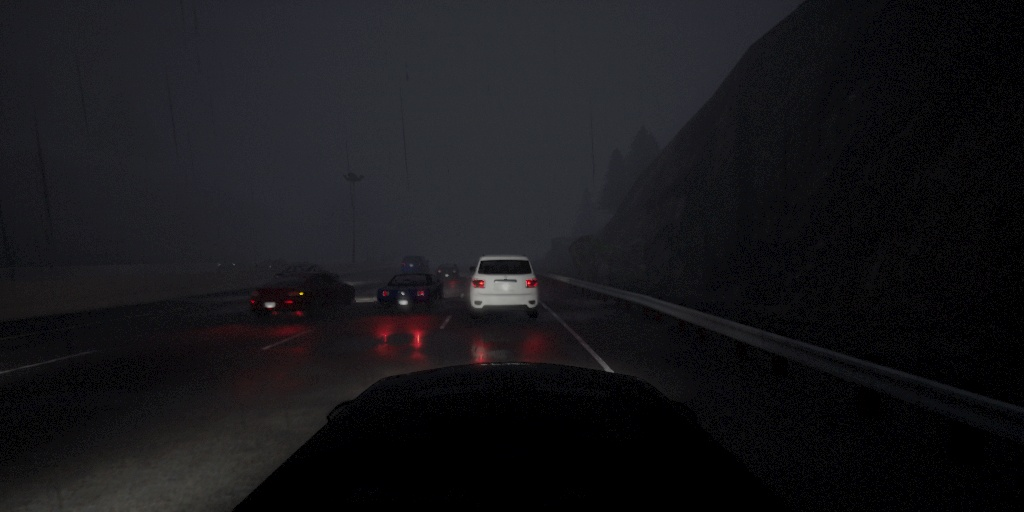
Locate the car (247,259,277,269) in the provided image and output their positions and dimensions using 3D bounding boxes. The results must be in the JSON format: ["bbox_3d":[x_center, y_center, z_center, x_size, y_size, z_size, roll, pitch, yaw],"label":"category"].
[{"bbox_3d":[-28.089,1.141,41.827,2.097,1.767,4.553,0,0,-6],"label":"car"}]

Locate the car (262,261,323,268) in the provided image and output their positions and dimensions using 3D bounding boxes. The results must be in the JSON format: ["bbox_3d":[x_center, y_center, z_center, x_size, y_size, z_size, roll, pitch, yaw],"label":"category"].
[{"bbox_3d":[-11.493,1.256,20.383,2.128,1.511,4.902,0,0,-5],"label":"car"}]

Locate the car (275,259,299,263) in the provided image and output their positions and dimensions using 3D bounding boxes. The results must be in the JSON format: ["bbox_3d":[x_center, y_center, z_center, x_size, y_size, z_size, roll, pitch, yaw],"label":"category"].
[{"bbox_3d":[-24.515,1.329,41.290,2.033,1.411,5.357,0,0,-6],"label":"car"}]

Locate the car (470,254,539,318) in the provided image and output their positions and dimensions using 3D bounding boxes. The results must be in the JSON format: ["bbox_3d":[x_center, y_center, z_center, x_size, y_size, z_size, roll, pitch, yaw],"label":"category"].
[{"bbox_3d":[-0.354,0.966,13.135,2.150,2.045,5.566,0,0,-4],"label":"car"}]

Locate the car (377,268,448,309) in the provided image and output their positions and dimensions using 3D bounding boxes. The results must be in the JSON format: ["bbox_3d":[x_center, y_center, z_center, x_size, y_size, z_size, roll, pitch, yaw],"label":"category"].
[{"bbox_3d":[-3.973,1.352,14.888,1.895,1.301,4.718,0,0,-4],"label":"car"}]

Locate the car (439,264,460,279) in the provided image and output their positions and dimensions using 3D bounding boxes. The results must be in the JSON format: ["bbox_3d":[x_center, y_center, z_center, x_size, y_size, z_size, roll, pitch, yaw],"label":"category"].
[{"bbox_3d":[-5.754,1.347,32.692,1.895,1.301,4.718,0,0,-6],"label":"car"}]

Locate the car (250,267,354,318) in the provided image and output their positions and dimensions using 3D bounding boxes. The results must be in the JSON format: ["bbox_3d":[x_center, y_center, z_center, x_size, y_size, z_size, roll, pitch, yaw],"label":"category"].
[{"bbox_3d":[-7.372,1.286,13.022,1.812,1.442,4.674,0,0,-4],"label":"car"}]

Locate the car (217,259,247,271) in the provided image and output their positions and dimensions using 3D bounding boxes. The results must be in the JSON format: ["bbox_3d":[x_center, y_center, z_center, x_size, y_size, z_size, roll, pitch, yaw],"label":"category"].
[{"bbox_3d":[-35.617,1.155,46.286,2.097,1.767,4.553,0,0,-6],"label":"car"}]

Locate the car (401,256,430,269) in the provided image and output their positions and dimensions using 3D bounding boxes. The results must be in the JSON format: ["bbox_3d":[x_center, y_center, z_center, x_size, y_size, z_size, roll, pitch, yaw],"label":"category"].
[{"bbox_3d":[-9.662,0.974,36.150,2.150,2.045,5.566,0,0,-6],"label":"car"}]
